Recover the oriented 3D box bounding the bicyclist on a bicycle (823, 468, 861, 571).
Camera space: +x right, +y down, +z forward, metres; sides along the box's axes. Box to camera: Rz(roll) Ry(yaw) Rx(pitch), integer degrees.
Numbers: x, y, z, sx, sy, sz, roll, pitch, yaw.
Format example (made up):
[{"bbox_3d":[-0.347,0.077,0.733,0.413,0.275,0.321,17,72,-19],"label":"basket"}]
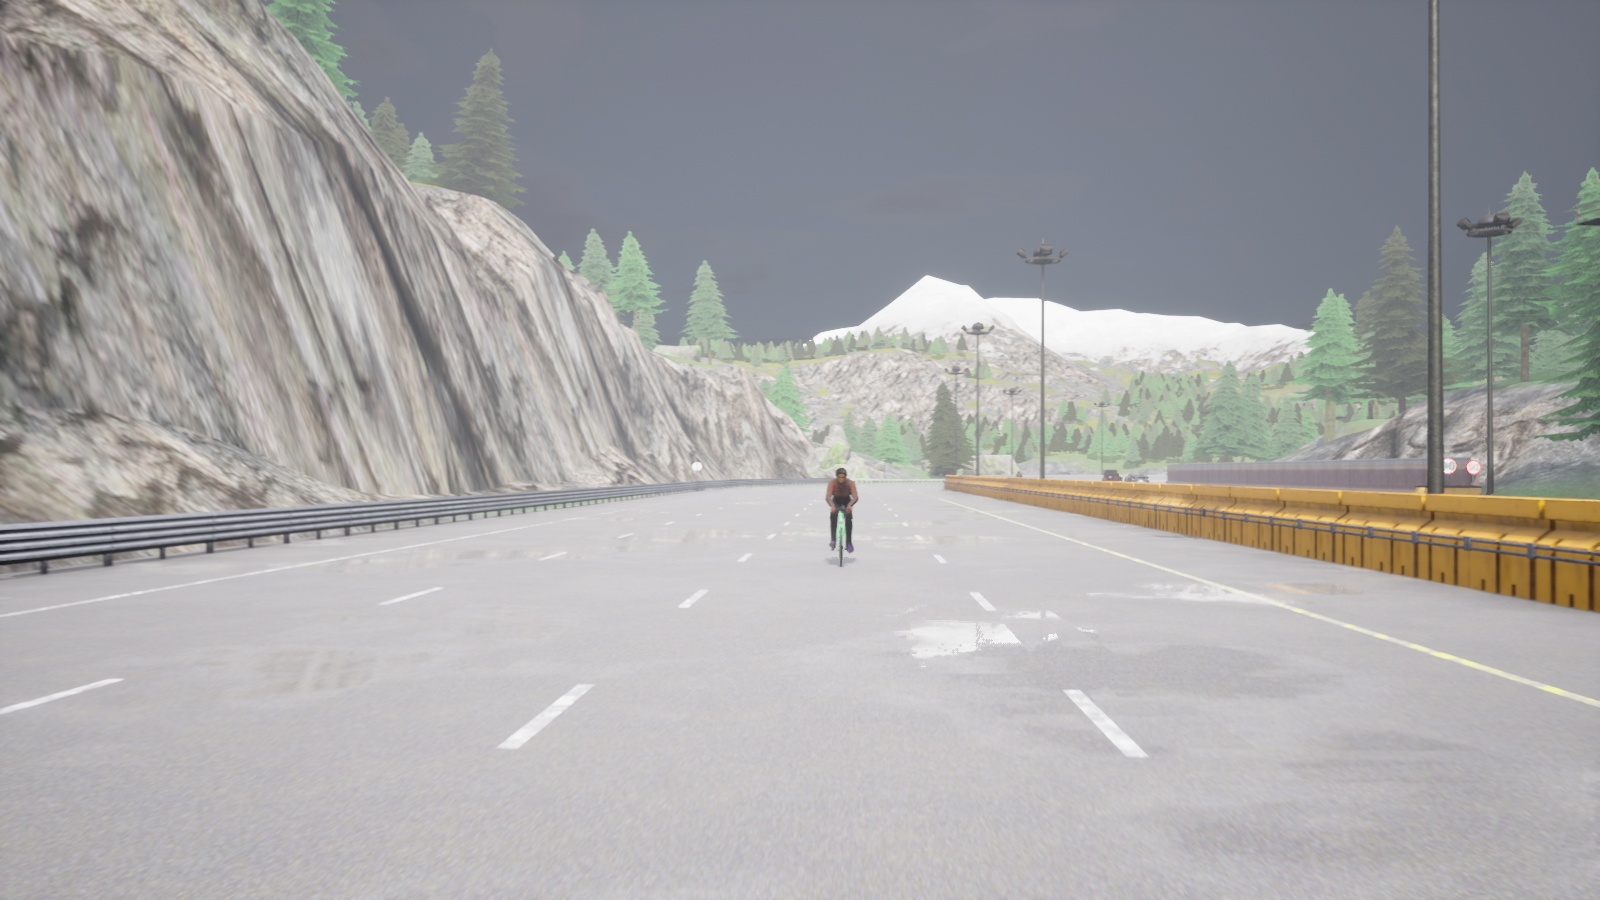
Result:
[{"bbox_3d":[0.696,1.111,20.649,0.582,1.620,1.656,0,-1,2],"label":"bicyclist on a bicycle"}]
